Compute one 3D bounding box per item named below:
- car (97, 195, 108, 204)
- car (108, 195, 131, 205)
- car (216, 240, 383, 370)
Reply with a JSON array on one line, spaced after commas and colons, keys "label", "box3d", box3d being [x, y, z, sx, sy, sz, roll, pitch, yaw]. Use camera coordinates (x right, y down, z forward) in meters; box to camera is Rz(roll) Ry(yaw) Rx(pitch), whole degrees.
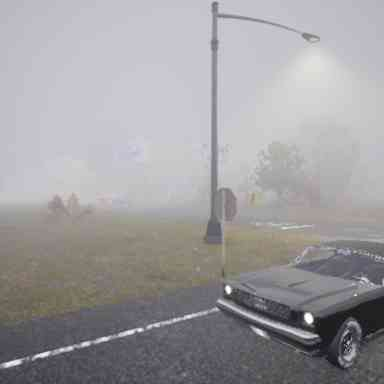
[{"label": "car", "box3d": [-15.919, 1.332, 61.123, 1.882, 1.535, 5.008, 0, 0, -34]}, {"label": "car", "box3d": [-11.587, 1.360, 54.687, 2.128, 1.511, 4.902, 0, 0, -33]}, {"label": "car", "box3d": [2.728, 1.594, 5.810, 4.718, 1.301, 1.895, 0, 0, -35]}]
